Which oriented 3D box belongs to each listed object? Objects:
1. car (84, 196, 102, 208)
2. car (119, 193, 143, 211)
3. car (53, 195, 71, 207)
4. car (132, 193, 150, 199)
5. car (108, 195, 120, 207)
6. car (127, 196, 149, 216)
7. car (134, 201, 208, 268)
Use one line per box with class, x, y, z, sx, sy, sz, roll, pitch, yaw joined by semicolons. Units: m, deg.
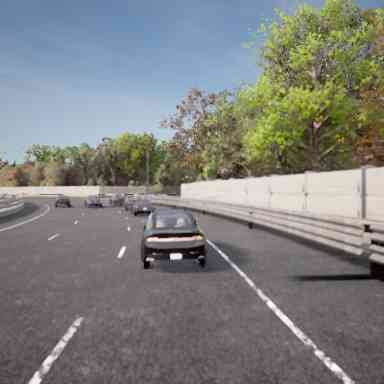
car;-12.787;1.258;42.930;2.033;1.411;5.357;0;1;-24
car;-6.356;1.236;35.932;2.128;1.511;4.902;0;1;-15
car;-17.339;1.220;44.429;1.837;1.490;4.892;0;1;-25
car;-12.282;0.945;80.534;2.128;1.511;4.902;0;0;22
car;-10.263;1.186;45.938;1.837;1.490;4.892;0;1;-25
car;-4.440;1.348;29.751;1.994;1.385;4.181;0;0;-15
car;-0.669;1.334;11.005;2.128;1.511;4.902;-1;3;-6
